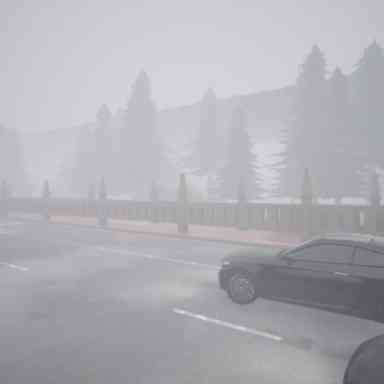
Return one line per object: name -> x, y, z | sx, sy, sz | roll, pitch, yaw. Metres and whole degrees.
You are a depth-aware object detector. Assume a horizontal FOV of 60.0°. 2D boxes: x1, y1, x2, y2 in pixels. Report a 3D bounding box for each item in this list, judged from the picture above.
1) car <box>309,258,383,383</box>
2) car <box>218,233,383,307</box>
car -> 3.349, 1.508, 1.604 | 4.892, 1.490, 1.837 | 0, 0, 36
car -> 2.734, 1.519, 6.345 | 4.674, 1.442, 1.812 | 0, 0, 36
